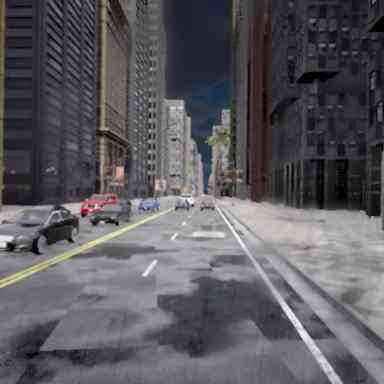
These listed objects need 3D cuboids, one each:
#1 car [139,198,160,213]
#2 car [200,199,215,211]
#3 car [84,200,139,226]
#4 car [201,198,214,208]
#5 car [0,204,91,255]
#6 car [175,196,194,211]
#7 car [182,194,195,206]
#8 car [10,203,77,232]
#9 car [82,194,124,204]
[{"bbox_3d":[-4.821,1.444,37.901,1.882,1.535,5.008,1,0,3],"label":"car"},{"bbox_3d":[2.034,1.704,43.474,2.033,1.411,5.357,1,0,3],"label":"car"},{"bbox_3d":[-5.566,1.542,23.682,2.033,1.411,5.357,1,0,2],"label":"car"},{"bbox_3d":[2.521,1.759,53.867,1.994,1.385,4.181,1,0,2],"label":"car"},{"bbox_3d":[-6.061,1.447,13.204,2.128,1.511,4.902,1,0,3],"label":"car"},{"bbox_3d":[-1.193,1.662,43.853,2.033,1.411,5.357,1,0,3],"label":"car"},{"bbox_3d":[-0.712,1.374,54.217,2.150,2.045,5.566,1,0,3],"label":"car"},{"bbox_3d":[-8.967,1.465,20.580,1.812,1.442,4.674,1,0,3],"label":"car"},{"bbox_3d":[-8.443,1.199,31.074,2.150,2.045,5.566,1,0,4],"label":"car"}]
